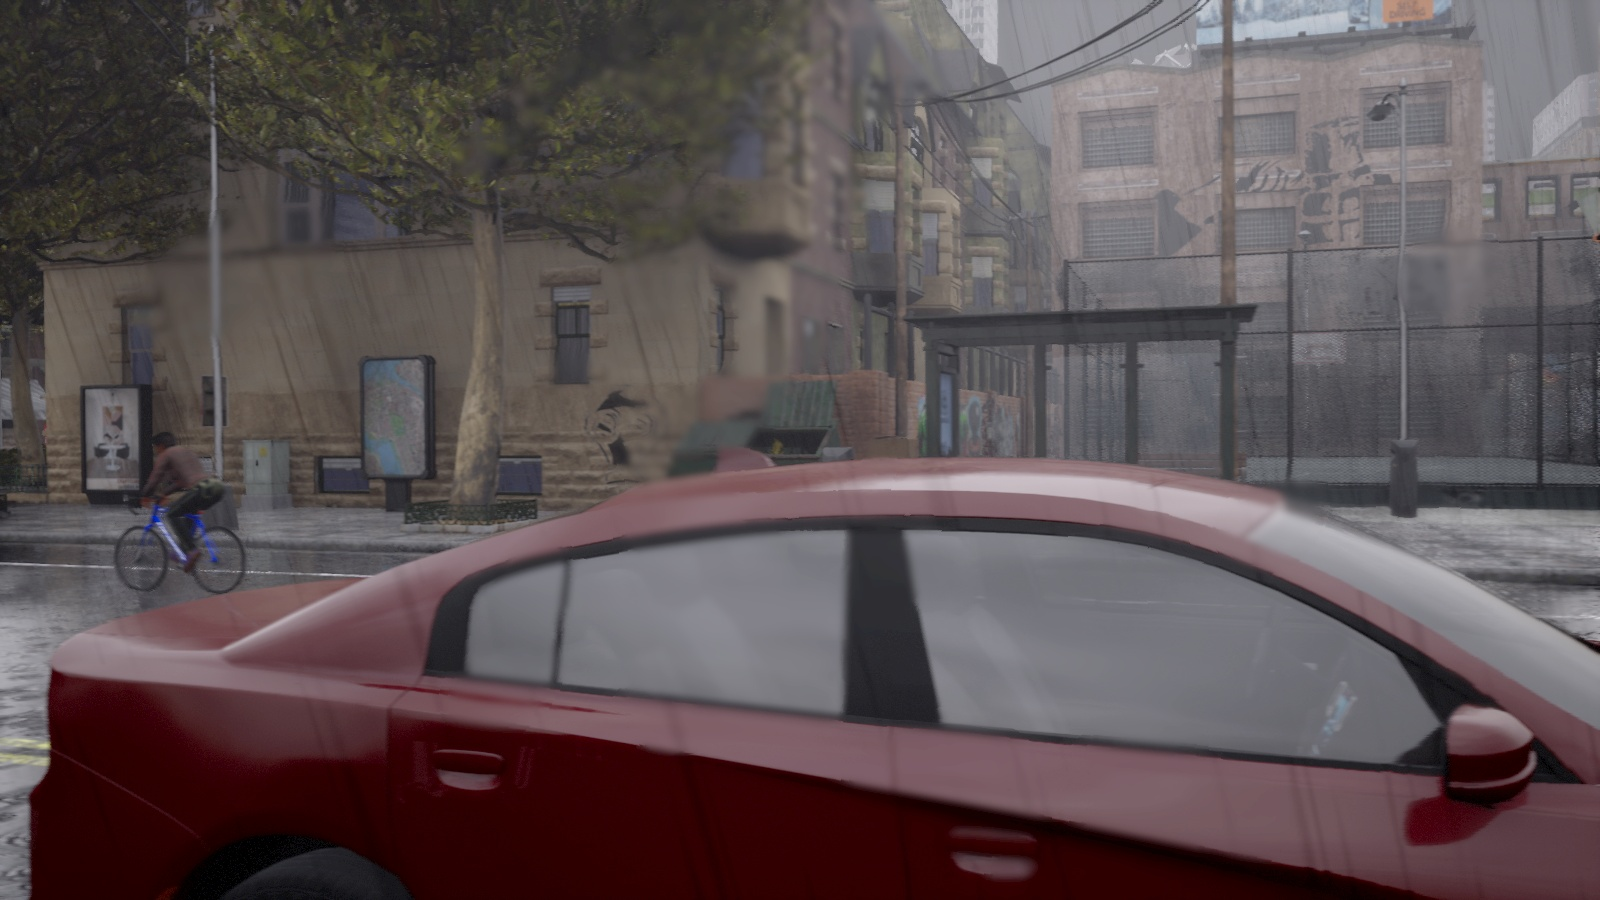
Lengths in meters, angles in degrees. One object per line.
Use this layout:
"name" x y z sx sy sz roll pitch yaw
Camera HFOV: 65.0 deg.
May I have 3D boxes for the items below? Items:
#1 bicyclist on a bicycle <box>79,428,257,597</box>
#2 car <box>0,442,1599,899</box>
"bicyclist on a bicycle" -6.340 0.596 12.601 1.656 1.620 0.582 0 1 18
"car" 0.595 0.763 2.961 5.008 1.535 1.882 0 1 18
